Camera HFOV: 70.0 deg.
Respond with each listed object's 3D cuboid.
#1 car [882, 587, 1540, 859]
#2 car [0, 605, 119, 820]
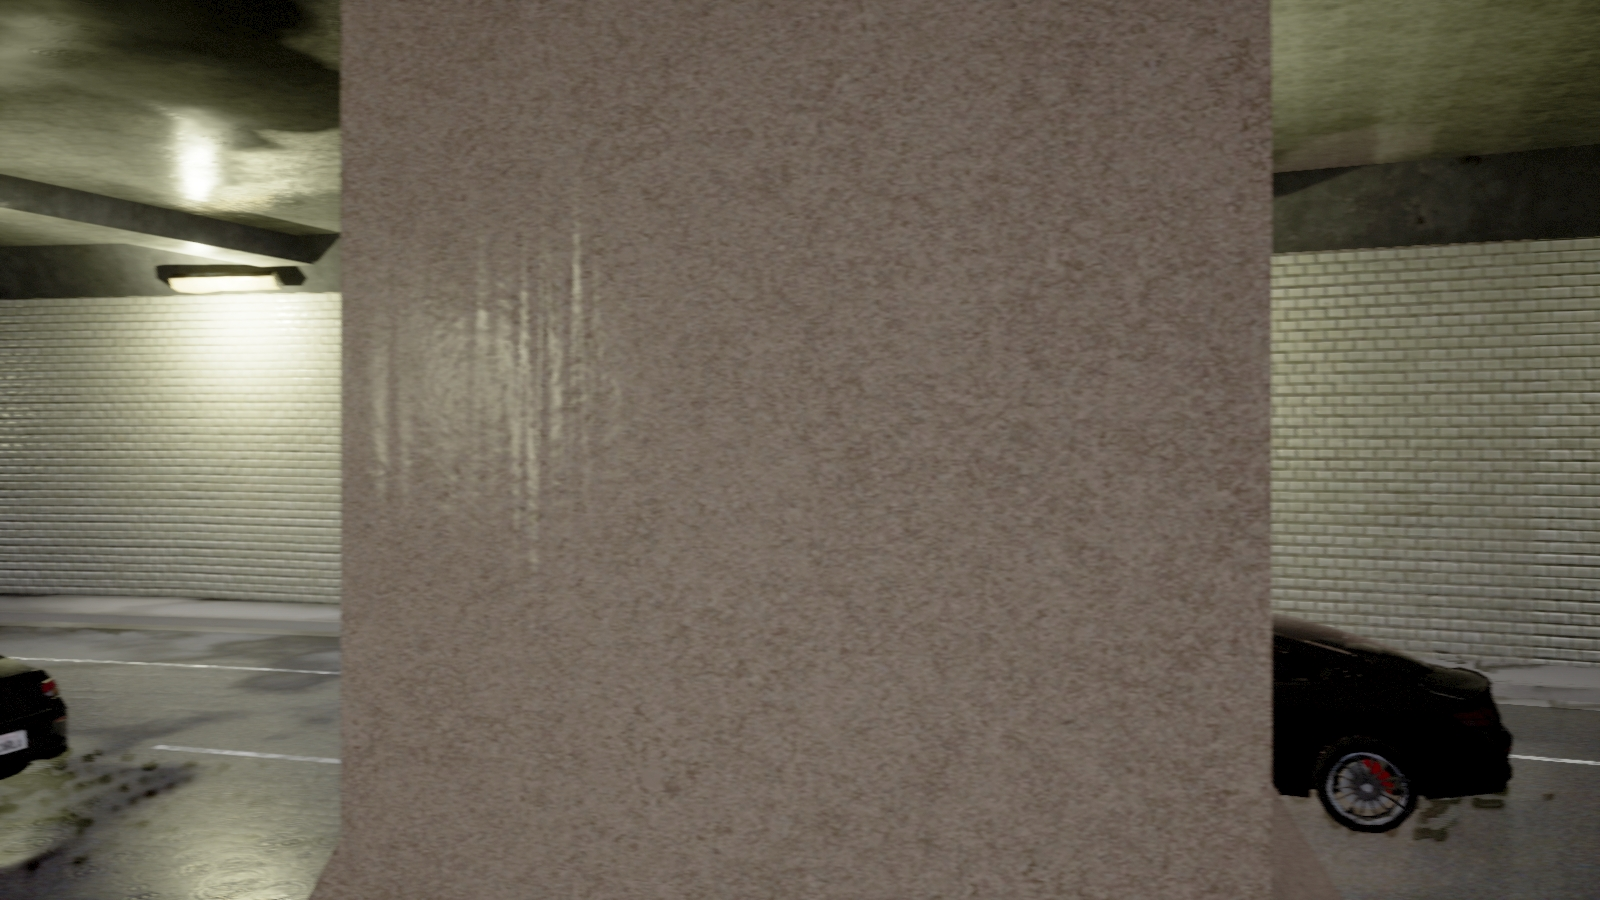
[{"bbox_3d":[3.214,2.077,9.565,4.674,1.442,2.002,0,0,20],"label":"car"},{"bbox_3d":[-8.292,2.078,9.283,4.674,1.442,2.002,0,0,14],"label":"car"}]
